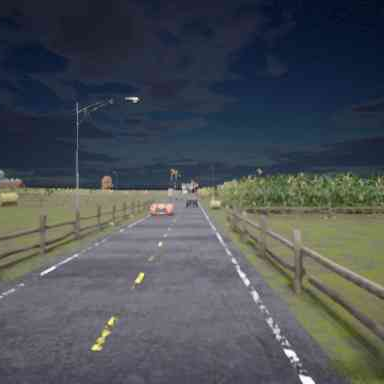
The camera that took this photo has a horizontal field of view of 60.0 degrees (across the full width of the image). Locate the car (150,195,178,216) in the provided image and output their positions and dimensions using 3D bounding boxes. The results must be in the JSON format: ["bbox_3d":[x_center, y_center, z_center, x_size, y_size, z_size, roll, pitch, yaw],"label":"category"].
[{"bbox_3d":[-2.847,1.390,32.859,2.097,1.767,4.553,0,0,0],"label":"car"}]

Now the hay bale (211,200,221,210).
[{"bbox_3d":[3.127,1.700,44.295,1.220,1.180,1.240,1,1,0],"label":"hay bale"}]

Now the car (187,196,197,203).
[{"bbox_3d":[-0.007,1.479,69.571,1.895,1.301,4.718,0,0,0],"label":"car"}]

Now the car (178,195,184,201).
[{"bbox_3d":[-2.757,1.341,74.269,1.837,1.490,4.892,0,0,0],"label":"car"}]

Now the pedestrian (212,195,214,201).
[{"bbox_3d":[2.821,1.338,45.388,0.375,1.860,0.375,-1,1,-5],"label":"pedestrian"}]

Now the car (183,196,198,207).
[{"bbox_3d":[-0.003,1.555,52.027,1.837,1.490,4.892,0,0,0],"label":"car"}]
